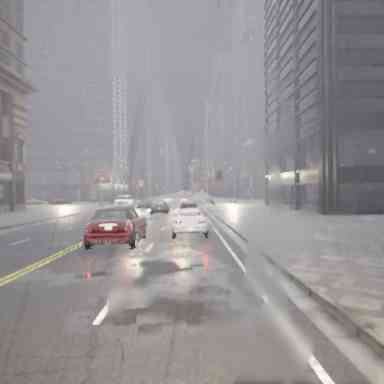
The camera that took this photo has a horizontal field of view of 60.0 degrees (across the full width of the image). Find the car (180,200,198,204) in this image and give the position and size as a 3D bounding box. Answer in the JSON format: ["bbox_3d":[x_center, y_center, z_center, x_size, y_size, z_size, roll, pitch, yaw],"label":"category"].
[{"bbox_3d":[-0.331,1.629,38.628,1.882,1.535,5.008,-1,0,-1],"label":"car"}]

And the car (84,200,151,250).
[{"bbox_3d":[-3.312,1.452,15.187,2.097,1.767,4.553,-1,0,-1],"label":"car"}]

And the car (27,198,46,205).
[{"bbox_3d":[-32.254,2.004,68.177,4.829,1.417,1.752,0,0,-1],"label":"car"}]

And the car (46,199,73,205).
[{"bbox_3d":[-26.799,2.000,68.272,4.507,1.381,1.887,0,0,-1],"label":"car"}]

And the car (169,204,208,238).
[{"bbox_3d":[-0.103,1.597,18.256,1.812,1.442,4.674,-1,0,-1],"label":"car"}]

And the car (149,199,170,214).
[{"bbox_3d":[-3.570,1.753,37.968,1.994,1.385,4.181,-1,0,-1],"label":"car"}]

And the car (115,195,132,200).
[{"bbox_3d":[-10.316,1.526,50.257,2.150,2.045,5.566,-1,0,-1],"label":"car"}]
